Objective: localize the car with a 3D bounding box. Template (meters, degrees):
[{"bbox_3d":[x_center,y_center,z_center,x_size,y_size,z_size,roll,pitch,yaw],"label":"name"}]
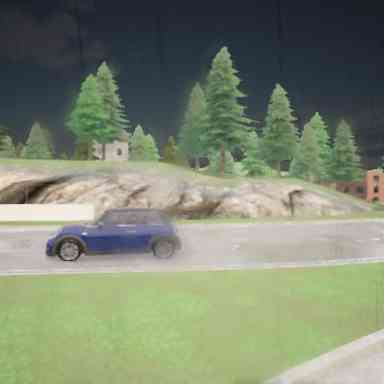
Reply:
[{"bbox_3d":[-2.667,1.366,11.808,4.553,1.767,2.097,0,0,-8],"label":"car"}]
